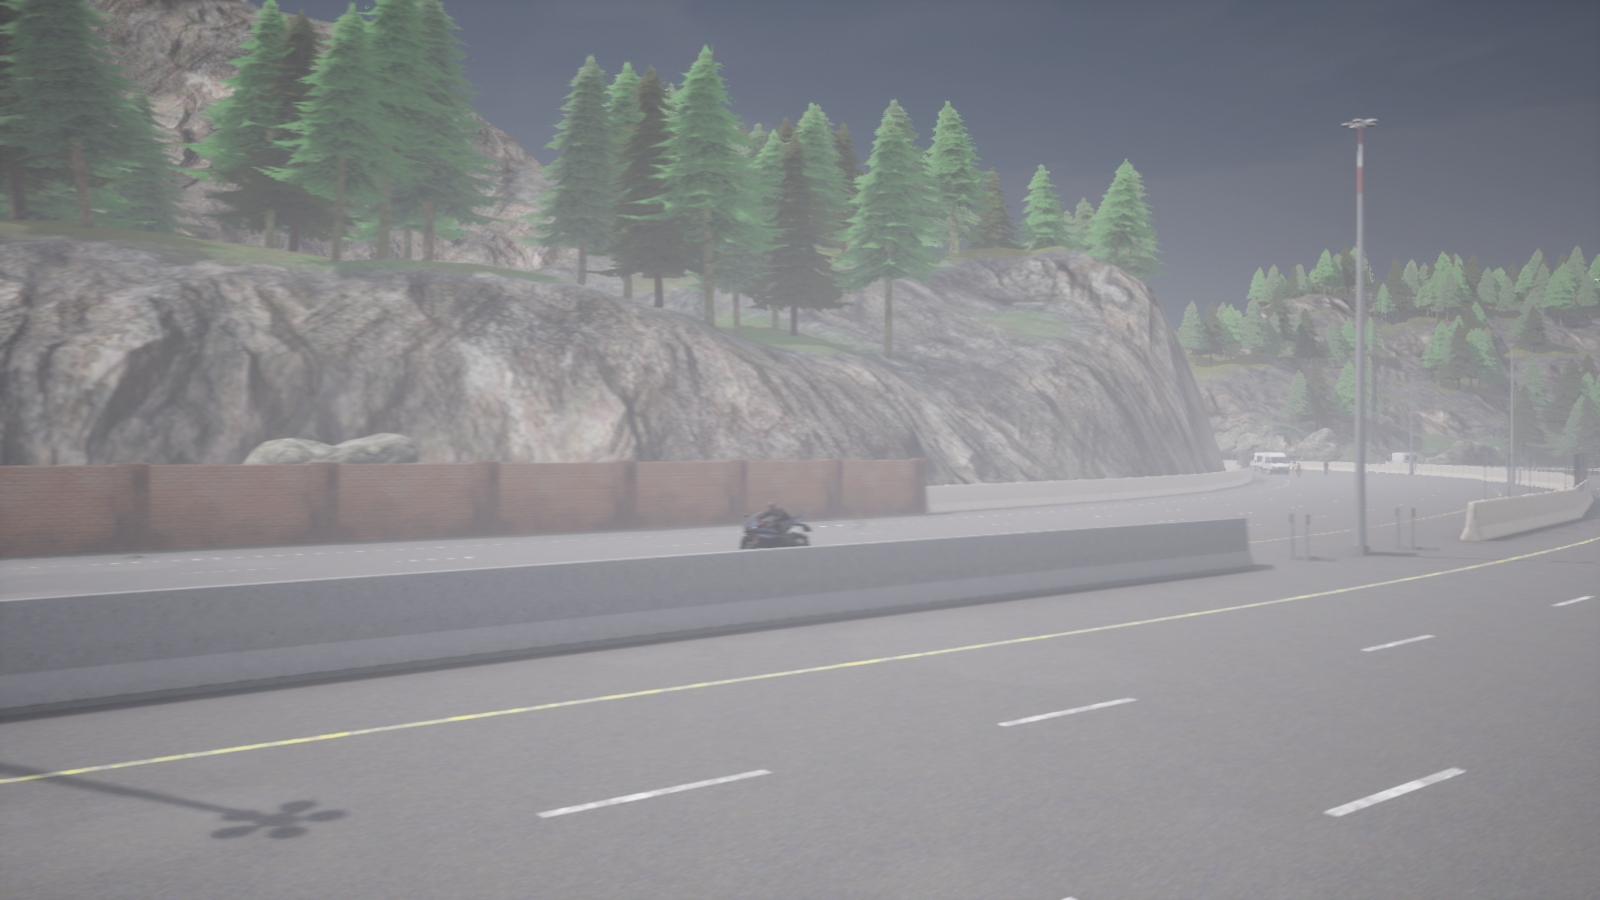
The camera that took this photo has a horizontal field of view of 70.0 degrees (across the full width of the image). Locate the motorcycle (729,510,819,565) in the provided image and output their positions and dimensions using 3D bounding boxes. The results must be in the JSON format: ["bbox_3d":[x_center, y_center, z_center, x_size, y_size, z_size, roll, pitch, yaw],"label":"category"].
[{"bbox_3d":[-0.650,2.211,29.195,2.209,1.251,0.867,0,-1,-38],"label":"motorcycle"}]
